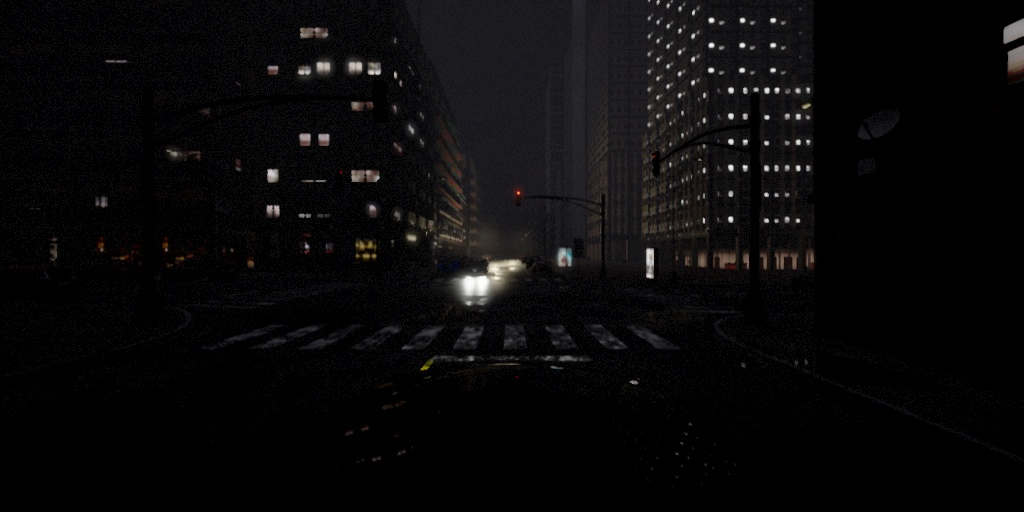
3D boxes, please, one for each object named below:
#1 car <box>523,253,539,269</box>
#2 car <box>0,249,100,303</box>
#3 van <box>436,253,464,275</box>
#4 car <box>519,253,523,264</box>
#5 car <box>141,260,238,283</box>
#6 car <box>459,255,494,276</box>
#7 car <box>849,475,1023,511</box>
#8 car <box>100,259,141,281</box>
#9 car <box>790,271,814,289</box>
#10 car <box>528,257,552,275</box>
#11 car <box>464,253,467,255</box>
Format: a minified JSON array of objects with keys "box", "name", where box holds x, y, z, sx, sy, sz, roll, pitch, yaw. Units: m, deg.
[{"box":[2.674,0.703,43.589,1.967,1.591,4.097,0,0,0],"name":"car"},{"box":[-18.777,0.648,12.970,5.009,1.841,2.192,0,0,0],"name":"car"},{"box":[-5.702,0.731,32.532,1.690,1.789,3.998,0,0,0],"name":"van"},{"box":[2.667,0.517,60.170,1.967,1.591,4.097,0,0,0],"name":"car"},{"box":[-18.802,0.868,21.351,4.313,1.339,1.948,0,0,0],"name":"car"},{"box":[-3.013,0.897,31.656,2.128,1.511,4.902,0,1,0],"name":"car"},{"box":[2.692,1.334,0.131,1.948,1.339,4.313,0,0,0],"name":"car"},{"box":[-24.372,0.804,21.308,4.207,1.307,1.802,0,0,0],"name":"car"},{"box":[19.385,1.402,21.777,4.403,1.370,2.007,0,0,0],"name":"car"},{"box":[2.679,0.972,32.534,1.802,1.307,4.207,0,0,0],"name":"car"},{"box":[-5.705,0.642,38.059,2.192,1.841,5.009,0,0,0],"name":"car"}]
